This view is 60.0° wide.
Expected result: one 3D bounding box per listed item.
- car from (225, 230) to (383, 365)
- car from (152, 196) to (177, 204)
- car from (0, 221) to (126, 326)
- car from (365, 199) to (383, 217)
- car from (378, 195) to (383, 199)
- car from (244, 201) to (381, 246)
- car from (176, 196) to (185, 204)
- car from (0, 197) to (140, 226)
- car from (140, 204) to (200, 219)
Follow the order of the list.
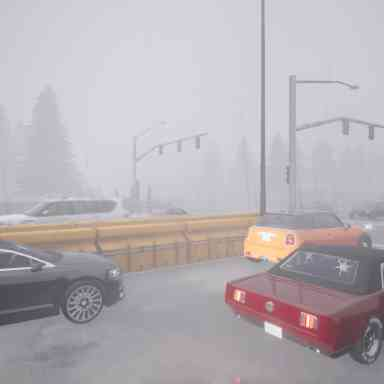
[{"bbox_3d":[2.922,1.601,5.837,4.718,1.301,1.895,0,0,-36],"label":"car"},{"bbox_3d":[-4.253,1.564,43.979,1.994,1.385,4.181,0,0,-36],"label":"car"},{"bbox_3d":[-3.543,1.492,5.511,4.902,1.511,2.128,0,0,-36],"label":"car"},{"bbox_3d":[14.834,1.526,27.505,4.674,1.442,1.812,0,0,-36],"label":"car"},{"bbox_3d":[22.466,1.223,37.261,5.566,2.045,2.150,0,0,-36],"label":"car"},{"bbox_3d":[3.870,1.352,10.817,4.553,1.767,2.097,0,0,-36],"label":"car"},{"bbox_3d":[-3.003,1.525,60.562,1.812,1.442,4.674,0,0,-35],"label":"car"},{"bbox_3d":[-5.172,1.223,13.198,5.566,2.045,2.150,0,0,-35],"label":"car"},{"bbox_3d":[-1.720,1.601,19.975,4.718,1.301,1.895,0,0,-36],"label":"car"}]
